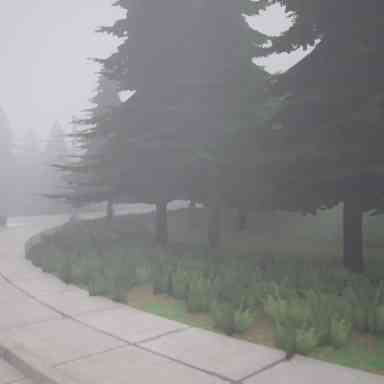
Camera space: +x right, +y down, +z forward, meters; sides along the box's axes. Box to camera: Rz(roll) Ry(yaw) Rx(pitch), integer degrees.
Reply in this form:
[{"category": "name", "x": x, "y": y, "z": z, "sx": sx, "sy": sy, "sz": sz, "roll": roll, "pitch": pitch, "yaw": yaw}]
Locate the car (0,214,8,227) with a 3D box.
[{"category": "car", "x": -14.178, "y": 1.831, "z": 22.481, "sx": 1.994, "sy": 1.385, "sz": 4.181, "roll": 0, "pitch": 0, "yaw": -7}]
